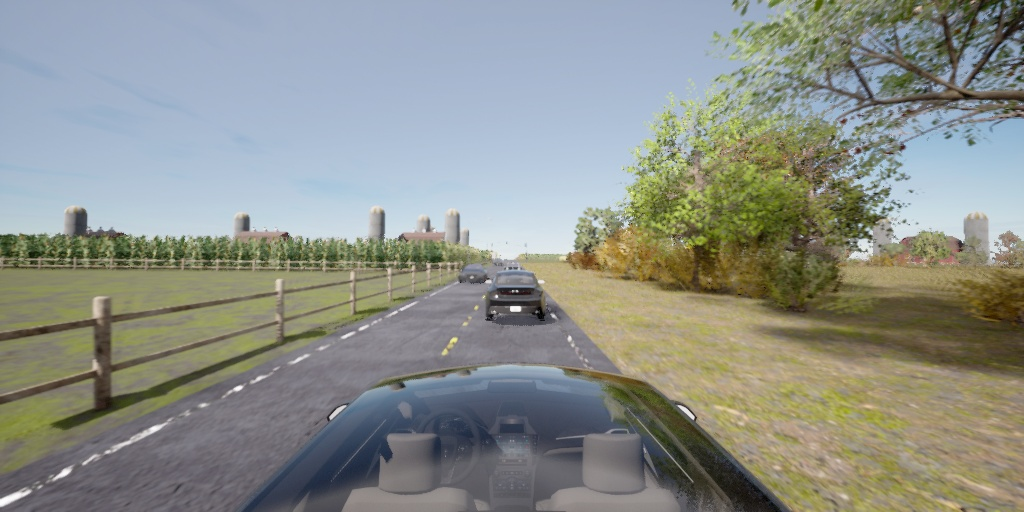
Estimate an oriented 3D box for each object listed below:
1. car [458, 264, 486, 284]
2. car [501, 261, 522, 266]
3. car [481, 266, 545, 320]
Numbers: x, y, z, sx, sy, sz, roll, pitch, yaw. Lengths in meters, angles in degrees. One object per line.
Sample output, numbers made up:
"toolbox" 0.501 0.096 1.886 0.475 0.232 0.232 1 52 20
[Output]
"car" -2.827 1.306 27.152 1.994 1.385 4.181 0 0 0
"car" 0.127 1.339 38.578 1.895 1.301 4.718 0 0 0
"car" 0.106 1.251 12.596 1.837 1.490 4.892 0 0 0
